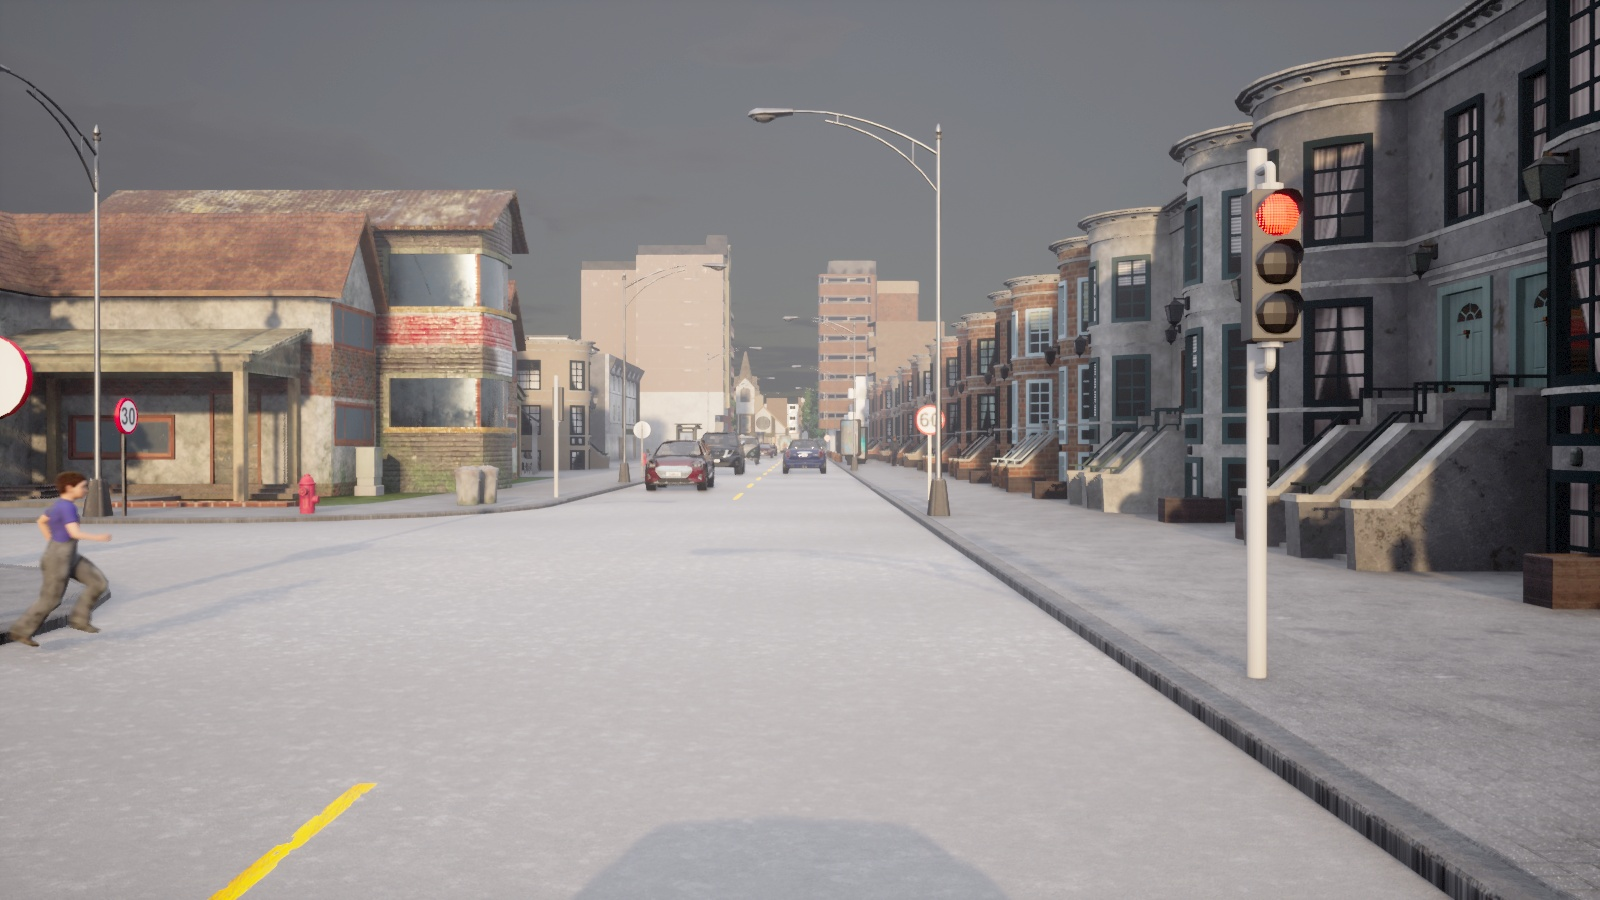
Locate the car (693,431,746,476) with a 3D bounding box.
[{"bbox_3d":[-3.787,0.125,59.756,2.150,2.045,5.566,0,0,0],"label":"car"}]

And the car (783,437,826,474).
[{"bbox_3d":[0.223,0.252,62.488,2.097,1.767,4.553,0,0,0],"label":"car"}]

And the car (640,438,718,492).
[{"bbox_3d":[-3.853,0.443,40.826,2.033,1.649,4.856,0,0,0],"label":"car"}]

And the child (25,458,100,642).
[{"bbox_3d":[-5.212,0.692,8.886,0.437,1.263,0.270,0,0,-26],"label":"child"}]

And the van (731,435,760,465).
[{"bbox_3d":[-3.690,0.011,86.036,1.775,1.987,4.442,0,0,0],"label":"van"}]

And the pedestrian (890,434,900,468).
[{"bbox_3d":[5.555,0.046,73.428,0.423,1.949,0.788,0,0,-6],"label":"pedestrian"}]
